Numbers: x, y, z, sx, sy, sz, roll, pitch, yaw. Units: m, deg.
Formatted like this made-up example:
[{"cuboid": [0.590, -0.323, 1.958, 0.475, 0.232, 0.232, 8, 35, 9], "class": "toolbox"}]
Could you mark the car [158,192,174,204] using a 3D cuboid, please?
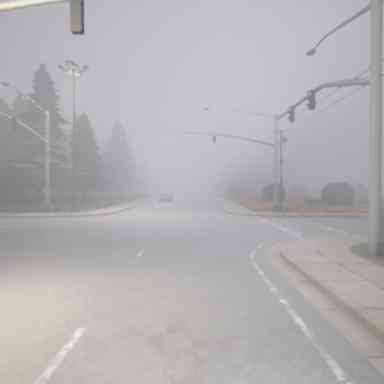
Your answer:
[{"cuboid": [-3.301, 0.766, 43.337, 2.033, 1.411, 5.357, 0, 1, 0], "class": "car"}]
